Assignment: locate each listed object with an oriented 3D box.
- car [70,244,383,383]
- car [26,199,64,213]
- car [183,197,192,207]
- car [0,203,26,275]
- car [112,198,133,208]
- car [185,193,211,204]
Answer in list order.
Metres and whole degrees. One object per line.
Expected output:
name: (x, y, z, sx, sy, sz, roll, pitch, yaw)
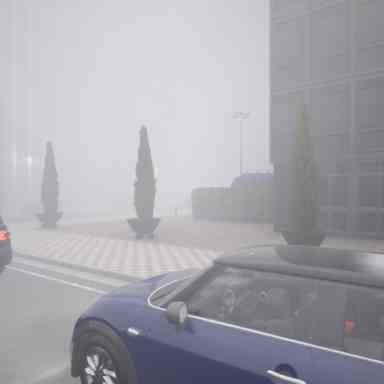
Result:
car: (0.788, 1.352, 3.431, 4.553, 1.767, 2.097, 0, 0, 36)
car: (-16.833, 1.491, 37.219, 2.128, 1.511, 4.902, 0, 0, 35)
car: (0.693, 1.491, 49.708, 2.128, 1.511, 4.902, 0, 0, 35)
car: (-7.074, 1.222, 9.017, 5.566, 2.045, 2.150, 0, 0, 36)
car: (-9.410, 1.563, 47.819, 1.994, 1.385, 4.181, 0, 0, 35)
car: (1.182, 1.218, 62.795, 2.150, 2.045, 5.566, 0, 0, 35)
